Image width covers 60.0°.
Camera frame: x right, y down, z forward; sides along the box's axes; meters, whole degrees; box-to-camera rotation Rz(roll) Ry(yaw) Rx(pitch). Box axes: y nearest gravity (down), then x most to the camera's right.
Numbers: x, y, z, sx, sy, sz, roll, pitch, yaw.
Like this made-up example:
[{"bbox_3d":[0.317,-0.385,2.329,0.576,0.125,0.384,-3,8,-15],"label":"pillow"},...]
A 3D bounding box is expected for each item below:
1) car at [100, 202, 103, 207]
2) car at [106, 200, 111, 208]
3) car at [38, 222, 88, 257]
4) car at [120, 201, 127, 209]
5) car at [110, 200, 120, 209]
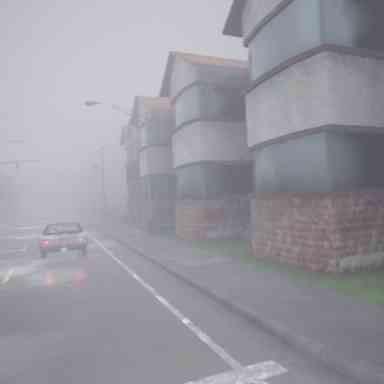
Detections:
[{"bbox_3d":[-20.974,3.133,86.945,4.605,1.855,1.932,-2,-1,-23],"label":"car"},{"bbox_3d":[-19.475,3.013,84.425,3.866,1.878,1.905,-2,-1,-23],"label":"car"},{"bbox_3d":[-5.925,2.062,15.341,1.895,1.301,4.718,-2,-1,-21],"label":"car"},{"bbox_3d":[-11.765,2.602,66.829,3.806,1.475,1.970,-2,-1,-23],"label":"car"},{"bbox_3d":[-14.540,2.721,72.624,5.027,1.636,2.152,-2,-1,-23],"label":"car"}]
